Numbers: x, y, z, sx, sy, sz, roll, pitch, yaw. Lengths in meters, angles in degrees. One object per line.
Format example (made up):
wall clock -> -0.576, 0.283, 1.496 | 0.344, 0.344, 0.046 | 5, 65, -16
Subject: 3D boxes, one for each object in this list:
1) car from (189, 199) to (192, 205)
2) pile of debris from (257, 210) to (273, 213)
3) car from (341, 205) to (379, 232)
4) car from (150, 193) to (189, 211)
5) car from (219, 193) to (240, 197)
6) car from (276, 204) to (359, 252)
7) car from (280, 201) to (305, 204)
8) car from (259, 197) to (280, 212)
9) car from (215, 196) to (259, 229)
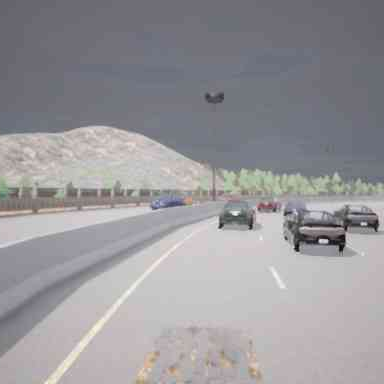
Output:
car -> -1.756, 1.420, 48.832 | 1.882, 1.535, 5.008 | 0, 0, 28
pile of debris -> 8.262, 2.174, 37.594 | 1.500, 0.140, 1.860 | 0, 0, 24
car -> 9.858, 1.515, 20.306 | 2.128, 1.511, 4.902 | 0, 0, 14
car -> -2.739, 1.170, 38.432 | 2.150, 2.045, 5.566 | 0, 0, 22
car -> 5.237, 1.199, 47.121 | 2.150, 2.045, 5.566 | 0, 0, 28
car -> 4.963, 1.500, 13.971 | 2.128, 1.511, 4.902 | 0, 0, 9
car -> 9.995, 1.576, 32.062 | 1.994, 1.385, 4.181 | 0, 0, 21
car -> 9.133, 1.351, 38.858 | 2.097, 1.767, 4.553 | 1, 0, 24
car -> 3.098, 1.344, 21.959 | 2.097, 1.767, 4.553 | 0, 0, 14
